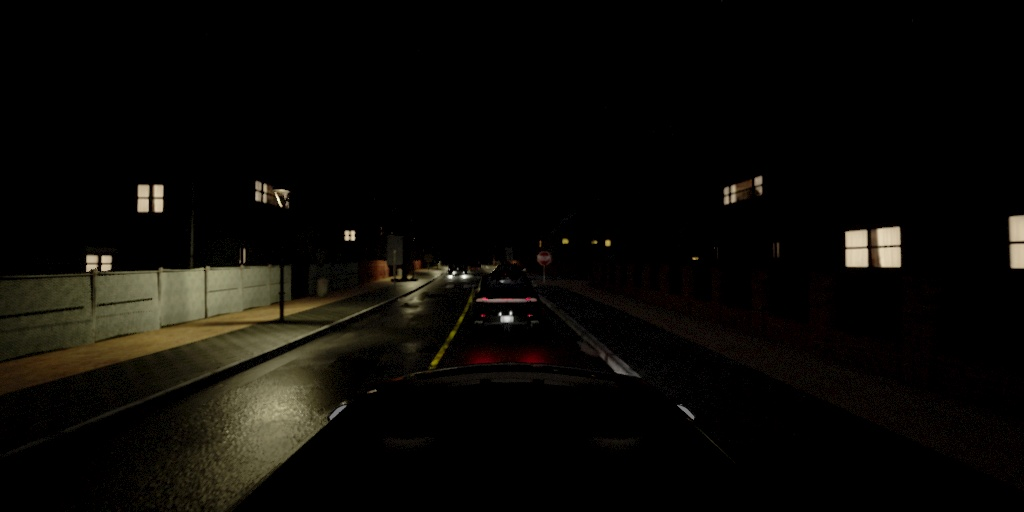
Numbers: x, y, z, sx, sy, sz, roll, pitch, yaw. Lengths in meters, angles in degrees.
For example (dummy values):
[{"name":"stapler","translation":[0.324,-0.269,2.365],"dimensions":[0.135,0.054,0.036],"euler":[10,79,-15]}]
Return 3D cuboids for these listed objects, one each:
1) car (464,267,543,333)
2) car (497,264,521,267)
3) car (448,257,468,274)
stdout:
[{"name":"car","translation":[-0.216,1.255,10.760],"dimensions":[2.128,1.511,4.902],"euler":[0,0,-2]},{"name":"car","translation":[-0.142,1.309,25.110],"dimensions":[1.837,1.490,4.892],"euler":[-1,0,11]},{"name":"car","translation":[-6.501,1.116,43.352],"dimensions":[2.150,2.045,5.566],"euler":[0,0,-7]}]
